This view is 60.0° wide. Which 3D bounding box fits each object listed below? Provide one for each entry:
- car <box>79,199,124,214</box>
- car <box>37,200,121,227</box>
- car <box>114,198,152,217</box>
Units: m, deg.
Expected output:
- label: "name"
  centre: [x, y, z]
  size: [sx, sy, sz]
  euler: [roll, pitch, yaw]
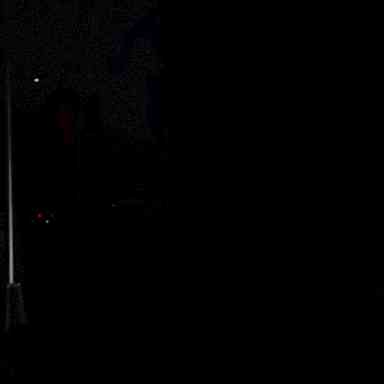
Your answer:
- label: "car"
  centre: [-9.455, 1.493, 35.086]
  size: [1.994, 1.385, 4.181]
  euler: [-2, 0, 35]
- label: "car"
  centre: [-7.116, 1.390, 21.063]
  size: [1.895, 1.301, 4.718]
  euler: [-2, 0, 35]
- label: "car"
  centre: [-5.567, 1.278, 28.959]
  size: [2.128, 1.511, 4.902]
  euler: [-2, 0, 35]
